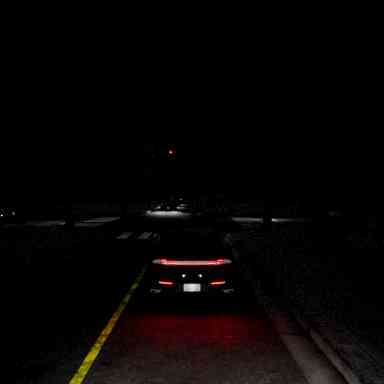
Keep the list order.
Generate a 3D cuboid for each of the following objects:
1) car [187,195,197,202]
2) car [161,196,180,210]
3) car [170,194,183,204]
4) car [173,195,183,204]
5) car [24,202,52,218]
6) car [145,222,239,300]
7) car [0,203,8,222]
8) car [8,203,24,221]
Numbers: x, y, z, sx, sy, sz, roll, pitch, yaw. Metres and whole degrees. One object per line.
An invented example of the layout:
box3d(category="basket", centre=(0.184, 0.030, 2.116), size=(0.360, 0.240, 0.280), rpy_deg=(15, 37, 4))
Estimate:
box3d(category="car", centre=(0.031, 1.460, 72.635), size=(1.812, 1.442, 4.674), rpy_deg=(0, 0, 0))
box3d(category="car", centre=(-2.840, 1.576, 41.665), size=(1.895, 1.301, 4.718), rpy_deg=(0, 0, 0))
box3d(category="car", centre=(-2.805, 1.301, 61.446), size=(2.097, 1.767, 4.553), rpy_deg=(0, 0, 0))
box3d(category="car", centre=(-2.836, 1.509, 51.328), size=(2.033, 1.411, 5.357), rpy_deg=(0, 0, 0))
box3d(category="car", centre=(-14.759, 1.581, 29.540), size=(4.313, 1.339, 1.947), rpy_deg=(0, 0, 0))
box3d(category="car", centre=(0.003, 1.492, 8.362), size=(2.128, 1.511, 4.902), rpy_deg=(0, 0, 0))
box3d(category="car", centre=(-14.766, 1.540, 21.514), size=(4.313, 1.339, 1.947), rpy_deg=(0, 0, 0))
box3d(category="car", centre=(-15.680, 1.209, 24.055), size=(5.566, 2.045, 2.150), rpy_deg=(0, 0, 0))
